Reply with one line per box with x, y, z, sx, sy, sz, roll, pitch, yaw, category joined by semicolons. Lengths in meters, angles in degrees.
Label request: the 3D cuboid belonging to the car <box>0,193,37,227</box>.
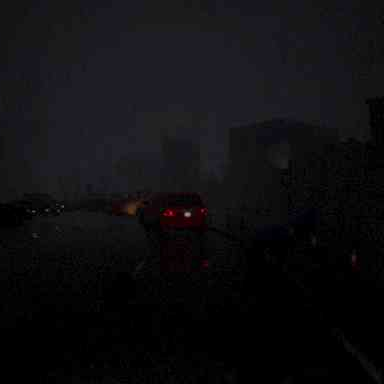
-12.552;1.085;19.454;5.566;2.045;2.435;-1;0;-38;car

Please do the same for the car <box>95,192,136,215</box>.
-5.340;0.991;30.009;5.566;2.045;2.435;-1;0;-38;car

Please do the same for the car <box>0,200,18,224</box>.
-14.226;1.352;21.531;4.892;1.521;2.231;-1;0;-38;car

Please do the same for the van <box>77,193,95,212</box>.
-9.241;1.087;34.819;4.442;1.987;1.878;-1;0;-38;van

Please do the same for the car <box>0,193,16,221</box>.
-15.947;1.119;23.733;5.566;2.045;2.435;-1;0;-38;car

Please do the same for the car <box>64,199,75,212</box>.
-14.394;1.486;35.349;1.994;1.385;4.181;-1;-1;-38;car

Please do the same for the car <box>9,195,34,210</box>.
-25.292;1.584;49.233;2.150;2.045;5.566;-1;-2;-38;car

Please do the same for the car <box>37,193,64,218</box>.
-12.931;1.082;27.978;2.150;2.045;5.566;-1;0;-38;car

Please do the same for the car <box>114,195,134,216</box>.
-3.505;1.225;27.739;5.008;1.535;2.097;-1;0;-38;car

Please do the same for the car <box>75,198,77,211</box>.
-12.680;1.404;39.684;5.366;1.575;1.946;-1;-1;-38;car

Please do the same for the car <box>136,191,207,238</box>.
-1.082;1.008;16.682;2.150;2.045;5.566;0;1;-20;car

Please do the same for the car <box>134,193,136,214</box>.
-1.640;1.083;25.344;4.553;1.767;2.185;-1;0;-38;car
